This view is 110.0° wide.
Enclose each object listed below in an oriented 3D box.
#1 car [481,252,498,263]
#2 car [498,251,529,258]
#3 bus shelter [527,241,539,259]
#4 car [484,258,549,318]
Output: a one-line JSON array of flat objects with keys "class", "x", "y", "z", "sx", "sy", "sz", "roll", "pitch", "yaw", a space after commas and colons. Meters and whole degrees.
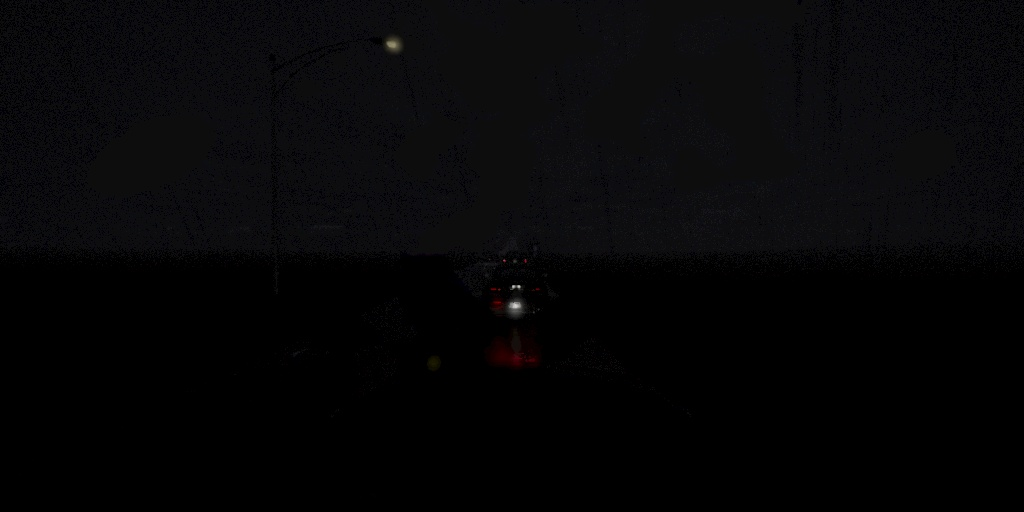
[{"class": "car", "x": -2.585, "y": 0.146, "z": 43.610, "sx": 1.994, "sy": 1.385, "sz": 4.181, "roll": 0, "pitch": 2, "yaw": 0}, {"class": "car", "x": 0.247, "y": 0.355, "z": 28.560, "sx": 2.097, "sy": 1.767, "sz": 4.553, "roll": 0, "pitch": 2, "yaw": 1}, {"class": "bus shelter", "x": 3.456, "y": -0.904, "z": 56.737, "sx": 1.920, "sy": 2.740, "sz": 3.880, "roll": 0, "pitch": 0, "yaw": 0}, {"class": "car", "x": 0.139, "y": 0.978, "z": 11.648, "sx": 1.837, "sy": 1.490, "sz": 4.892, "roll": 0, "pitch": 2, "yaw": 1}]
